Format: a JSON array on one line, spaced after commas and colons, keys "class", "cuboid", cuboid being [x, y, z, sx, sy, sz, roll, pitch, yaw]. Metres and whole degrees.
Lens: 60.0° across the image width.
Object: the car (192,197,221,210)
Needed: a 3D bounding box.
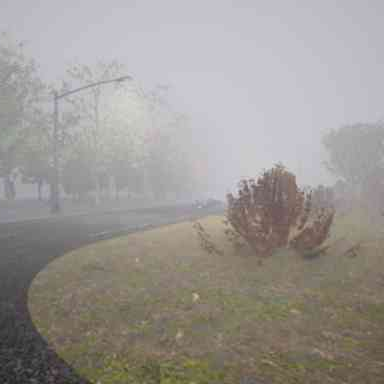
[{"class": "car", "cuboid": [1.724, 1.227, 36.803, 1.895, 1.301, 4.718, 1, 1, 23]}]
